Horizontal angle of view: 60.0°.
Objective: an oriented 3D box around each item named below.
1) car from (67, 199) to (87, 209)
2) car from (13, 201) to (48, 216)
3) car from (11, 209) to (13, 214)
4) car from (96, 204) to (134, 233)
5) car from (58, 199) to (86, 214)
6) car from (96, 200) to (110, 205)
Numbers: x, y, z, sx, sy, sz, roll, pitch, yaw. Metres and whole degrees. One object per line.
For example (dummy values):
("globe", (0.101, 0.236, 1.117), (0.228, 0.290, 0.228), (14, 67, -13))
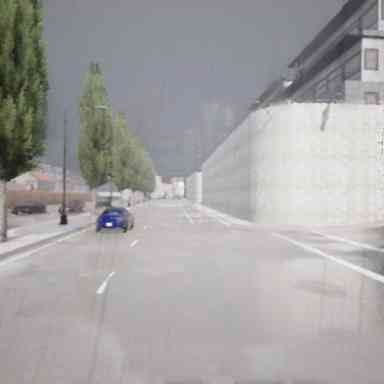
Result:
("car", (-18.301, 1.859, 53.064), (1.812, 1.442, 4.674), (1, -1, -3))
("car", (-17.336, 1.721, 35.798), (2.033, 1.411, 5.357), (1, -1, -3))
("car", (-12.903, 1.626, 19.818), (1.994, 1.385, 4.181), (1, -1, -3))
("car", (-4.753, 1.680, 20.860), (1.812, 1.442, 4.674), (1, -1, -3))
("car", (-13.994, 1.762, 38.622), (1.812, 1.442, 4.674), (1, -1, -3))
("car", (-14.975, 1.965, 56.340), (1.994, 1.385, 4.181), (1, -1, -3))
